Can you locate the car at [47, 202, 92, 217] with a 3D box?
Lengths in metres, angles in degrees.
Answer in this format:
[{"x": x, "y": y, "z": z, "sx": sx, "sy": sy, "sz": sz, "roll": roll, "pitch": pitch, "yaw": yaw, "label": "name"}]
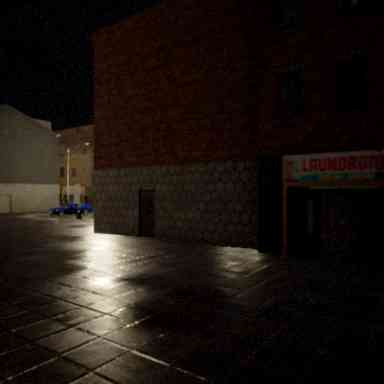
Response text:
[{"x": -12.718, "y": 1.797, "z": 34.761, "sx": 1.812, "sy": 1.442, "sz": 4.674, "roll": 0, "pitch": 0, "yaw": 36, "label": "car"}]
